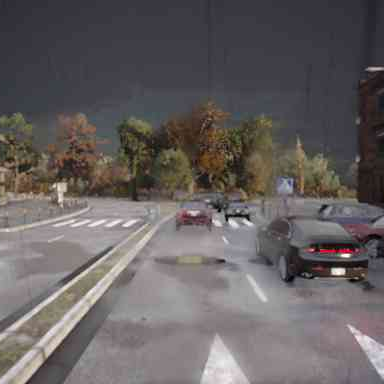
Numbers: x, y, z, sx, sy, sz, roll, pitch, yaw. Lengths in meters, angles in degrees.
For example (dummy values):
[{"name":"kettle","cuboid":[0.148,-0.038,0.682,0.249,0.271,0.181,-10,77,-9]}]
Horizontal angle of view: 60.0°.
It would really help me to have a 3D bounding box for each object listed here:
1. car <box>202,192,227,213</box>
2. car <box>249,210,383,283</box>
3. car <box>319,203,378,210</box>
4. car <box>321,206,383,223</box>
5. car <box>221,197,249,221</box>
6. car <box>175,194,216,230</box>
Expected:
[{"name":"car","cuboid":[2.296,0.981,34.340,2.150,2.045,5.566,0,1,15]},{"name":"car","cuboid":[3.104,1.426,9.540,1.837,1.490,4.892,1,1,-1]},{"name":"car","cuboid":[7.599,1.282,14.682,4.553,1.767,2.185,0,0,0]},{"name":"car","cuboid":[7.637,1.427,11.920,5.008,1.535,2.097,0,0,0]},{"name":"car","cuboid":[3.487,1.389,25.867,2.033,1.411,5.357,0,0,5]},{"name":"car","cuboid":[0.163,1.235,20.493,2.097,1.767,4.553,0,1,2]}]
